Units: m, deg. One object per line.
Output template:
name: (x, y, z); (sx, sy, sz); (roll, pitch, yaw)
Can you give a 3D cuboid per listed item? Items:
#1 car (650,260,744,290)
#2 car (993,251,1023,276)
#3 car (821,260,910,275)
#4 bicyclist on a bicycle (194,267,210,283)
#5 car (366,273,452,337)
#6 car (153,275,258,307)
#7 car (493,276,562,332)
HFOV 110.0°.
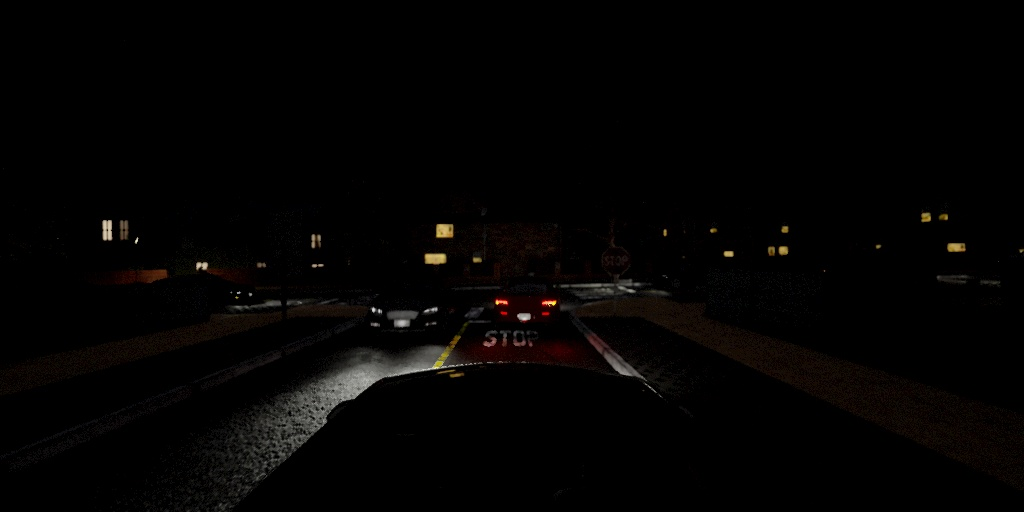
car: (10.478, 1.028, 20.435); (5.008, 1.535, 1.882); (-1, 1, -1)
car: (31.278, 0.282, 20.468); (5.566, 2.045, 2.150); (-1, 1, 0)
car: (20.610, 0.912, 20.474); (4.718, 1.301, 1.895); (-1, 1, 0)
bicyclist on a bicycle: (-20.145, 1.547, 23.346); (0.582, 1.620, 1.656); (-1, 1, 0)
car: (-2.834, 1.294, 10.645); (2.128, 1.511, 4.902); (1, 0, -7)
car: (-15.190, 1.685, 17.503); (4.892, 1.490, 1.837); (-1, 1, 0)
car: (0.542, 1.334, 11.076); (1.812, 1.442, 4.674); (0, 0, 6)
